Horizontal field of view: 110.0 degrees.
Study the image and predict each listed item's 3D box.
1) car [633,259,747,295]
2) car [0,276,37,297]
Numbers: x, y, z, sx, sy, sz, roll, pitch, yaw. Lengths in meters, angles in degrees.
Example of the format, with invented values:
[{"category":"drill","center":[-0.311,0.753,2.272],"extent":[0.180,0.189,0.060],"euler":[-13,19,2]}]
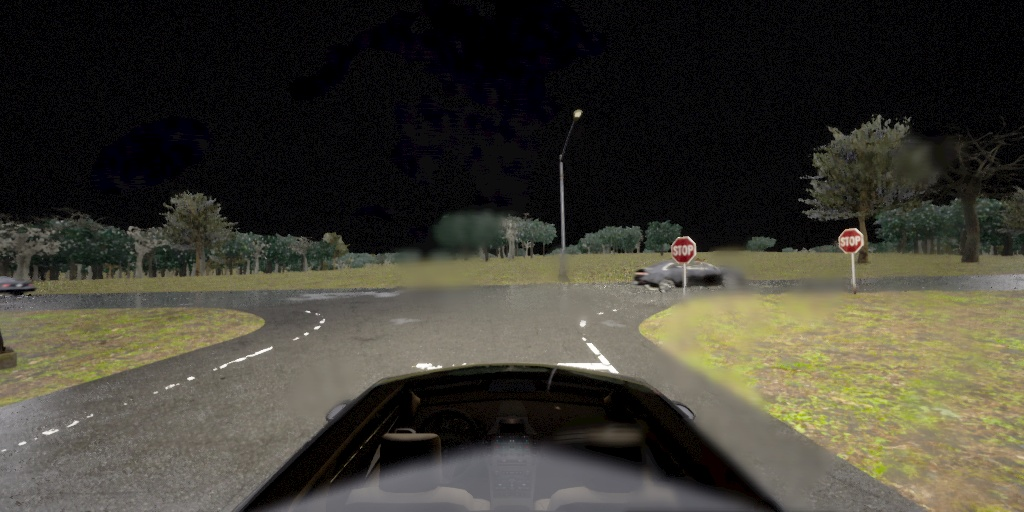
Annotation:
[{"category":"car","center":[8.107,0.898,16.548],"extent":[4.902,1.511,2.128],"euler":[-3,-2,-1]},{"category":"car","center":[-34.604,2.024,23.364],"extent":[5.357,1.411,2.033],"euler":[-1,-2,0]}]
